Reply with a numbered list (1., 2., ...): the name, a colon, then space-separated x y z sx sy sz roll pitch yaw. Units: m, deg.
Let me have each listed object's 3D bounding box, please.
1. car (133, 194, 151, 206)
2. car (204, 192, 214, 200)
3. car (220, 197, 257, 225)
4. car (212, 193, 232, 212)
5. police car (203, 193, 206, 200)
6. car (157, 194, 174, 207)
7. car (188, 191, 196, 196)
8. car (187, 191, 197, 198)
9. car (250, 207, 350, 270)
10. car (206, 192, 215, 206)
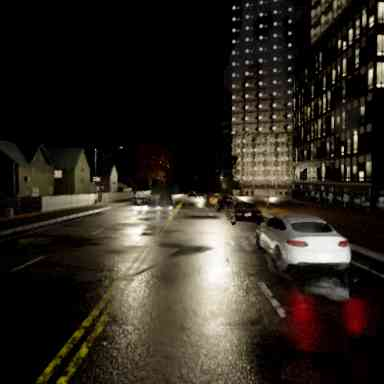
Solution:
1. car: -6.569 1.003 44.108 2.128 1.511 4.902 0 0 0
2. car: 3.256 0.821 65.488 1.812 1.442 4.674 0 1 0
3. car: 3.252 1.299 21.474 2.033 1.411 5.357 0 1 0
4. car: 3.253 1.137 32.477 1.837 1.490 4.892 0 1 0
5. police car: 3.255 0.829 54.593 1.930 1.638 5.238 0 1 0
6. car: -3.326 1.038 42.094 1.837 1.490 4.892 0 0 0
7. car: 0.009 0.427 91.619 2.033 1.411 5.357 0 1 0
8. car: 0.007 0.667 74.550 2.128 1.511 4.902 0 1 0
9. car: 3.251 1.403 10.471 1.812 1.442 4.674 0 1 0
10. car: 3.254 0.971 43.670 1.801 1.575 5.366 0 1 0
